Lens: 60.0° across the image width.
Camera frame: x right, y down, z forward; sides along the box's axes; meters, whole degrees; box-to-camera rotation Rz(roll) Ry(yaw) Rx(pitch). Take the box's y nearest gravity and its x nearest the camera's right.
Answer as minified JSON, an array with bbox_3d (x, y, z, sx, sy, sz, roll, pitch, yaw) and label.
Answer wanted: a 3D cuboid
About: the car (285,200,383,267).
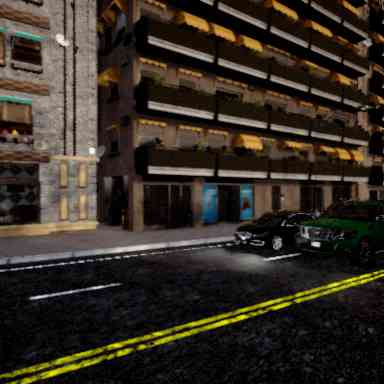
[{"bbox_3d":[6.151,1.321,12.214,5.566,2.045,2.150,0,0,-37],"label":"car"}]

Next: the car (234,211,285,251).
[{"bbox_3d":[3.998,1.610,14.669,4.892,1.490,1.837,1,0,-37],"label":"car"}]
